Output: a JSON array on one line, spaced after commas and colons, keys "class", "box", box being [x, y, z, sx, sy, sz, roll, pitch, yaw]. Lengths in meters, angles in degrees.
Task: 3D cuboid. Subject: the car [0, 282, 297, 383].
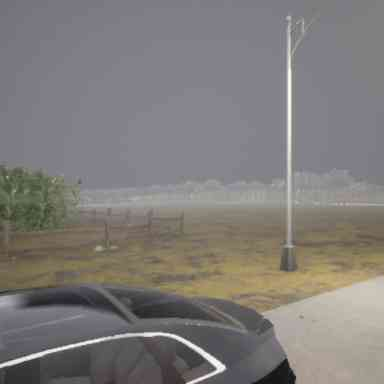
[{"class": "car", "box": [-1.415, 1.506, 2.015, 4.892, 1.490, 1.837, 0, 0, -35]}]
